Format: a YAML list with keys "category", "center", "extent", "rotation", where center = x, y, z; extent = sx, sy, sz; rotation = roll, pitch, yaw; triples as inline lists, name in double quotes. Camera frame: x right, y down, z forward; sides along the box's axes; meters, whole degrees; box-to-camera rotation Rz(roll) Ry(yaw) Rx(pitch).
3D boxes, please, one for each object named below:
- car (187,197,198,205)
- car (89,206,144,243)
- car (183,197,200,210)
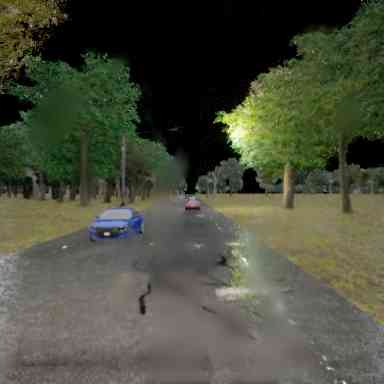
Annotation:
- category: "car"
  center: [0.086, 1.663, 63.699]
  extent: [1.882, 1.535, 5.008]
  rotation: [0, 0, 0]
- category: "car"
  center: [-3.601, 1.508, 16.583]
  extent: [1.882, 1.535, 5.008]
  rotation: [0, 0, 0]
- category: "car"
  center: [0.092, 1.684, 44.703]
  extent: [1.994, 1.385, 4.181]
  rotation: [0, 0, 0]
